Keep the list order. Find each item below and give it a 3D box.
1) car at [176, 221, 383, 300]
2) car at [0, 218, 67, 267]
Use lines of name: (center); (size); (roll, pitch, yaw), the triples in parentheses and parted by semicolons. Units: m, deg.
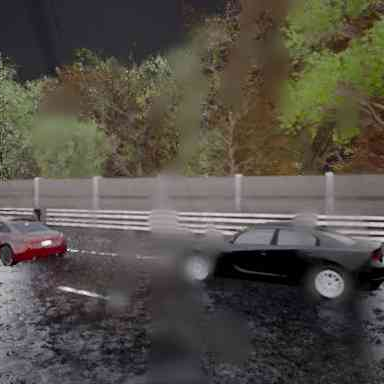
car: (1.976, 1.478, 8.333); (5.008, 1.535, 1.882); (0, 0, 27)
car: (-6.372, 1.605, 11.624); (4.181, 1.385, 1.994); (0, 0, 30)
